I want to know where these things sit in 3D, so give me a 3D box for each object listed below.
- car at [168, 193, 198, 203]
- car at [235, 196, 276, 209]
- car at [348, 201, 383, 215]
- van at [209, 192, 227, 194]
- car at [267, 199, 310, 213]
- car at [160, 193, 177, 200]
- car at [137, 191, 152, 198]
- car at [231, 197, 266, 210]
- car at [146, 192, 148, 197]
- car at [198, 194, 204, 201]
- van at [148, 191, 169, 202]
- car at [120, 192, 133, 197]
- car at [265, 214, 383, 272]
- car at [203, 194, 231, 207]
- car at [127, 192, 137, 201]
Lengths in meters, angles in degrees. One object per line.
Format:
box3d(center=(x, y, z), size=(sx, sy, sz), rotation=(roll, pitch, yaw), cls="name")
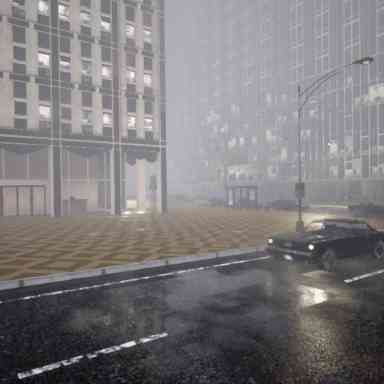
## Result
box3d(center=(-1.580, 1.092, 57.047), size=(1.837, 1.490, 4.892), rotation=(-1, 1, -34), cls="car")
box3d(center=(8.077, 1.289, 42.906), size=(2.033, 1.411, 5.357), rotation=(-1, 1, -35), cls="car")
box3d(center=(16.692, 1.489, 29.877), size=(1.895, 1.301, 4.718), rotation=(-1, 1, -30), cls="car")
box3d(center=(4.437, 0.854, 58.449), size=(1.690, 1.788, 3.998), rotation=(-1, 1, -34), cls="van")
box3d(center=(10.286, 1.423, 34.894), size=(1.947, 1.339, 4.313), rotation=(-1, 1, -34), cls="car")
box3d(center=(-5.212, 0.935, 72.511), size=(1.802, 1.307, 4.206), rotation=(0, 1, -34), cls="car")
box3d(center=(-11.645, 0.685, 81.880), size=(1.967, 1.590, 4.097), rotation=(0, 1, -34), cls="car")
box3d(center=(7.084, 1.387, 39.593), size=(1.802, 1.307, 4.206), rotation=(-1, 1, -34), cls="car")
box3d(center=(-8.428, 0.614, 77.193), size=(2.192, 1.841, 5.009), rotation=(0, 1, -34), cls="car")
box3d(center=(1.221, 1.042, 63.138), size=(1.802, 1.307, 4.206), rotation=(-1, 1, -34), cls="car")
box3d(center=(-5.688, 0.936, 58.395), size=(1.690, 1.788, 3.998), rotation=(0, 1, -34), cls="van")
box3d(center=(-18.077, 0.687, 91.253), size=(2.008, 1.369, 4.403), rotation=(0, 1, -34), cls="car")
box3d(center=(4.603, 1.595, 10.949), size=(4.718, 1.301, 1.895), rotation=(0, 0, -35), cls="car")
box3d(center=(3.916, 1.319, 44.311), size=(1.947, 1.339, 4.313), rotation=(-1, 1, -34), cls="car")
box3d(center=(-12.121, 1.039, 67.769), size=(2.008, 1.369, 4.403), rotation=(0, 1, -34), cls="car")
